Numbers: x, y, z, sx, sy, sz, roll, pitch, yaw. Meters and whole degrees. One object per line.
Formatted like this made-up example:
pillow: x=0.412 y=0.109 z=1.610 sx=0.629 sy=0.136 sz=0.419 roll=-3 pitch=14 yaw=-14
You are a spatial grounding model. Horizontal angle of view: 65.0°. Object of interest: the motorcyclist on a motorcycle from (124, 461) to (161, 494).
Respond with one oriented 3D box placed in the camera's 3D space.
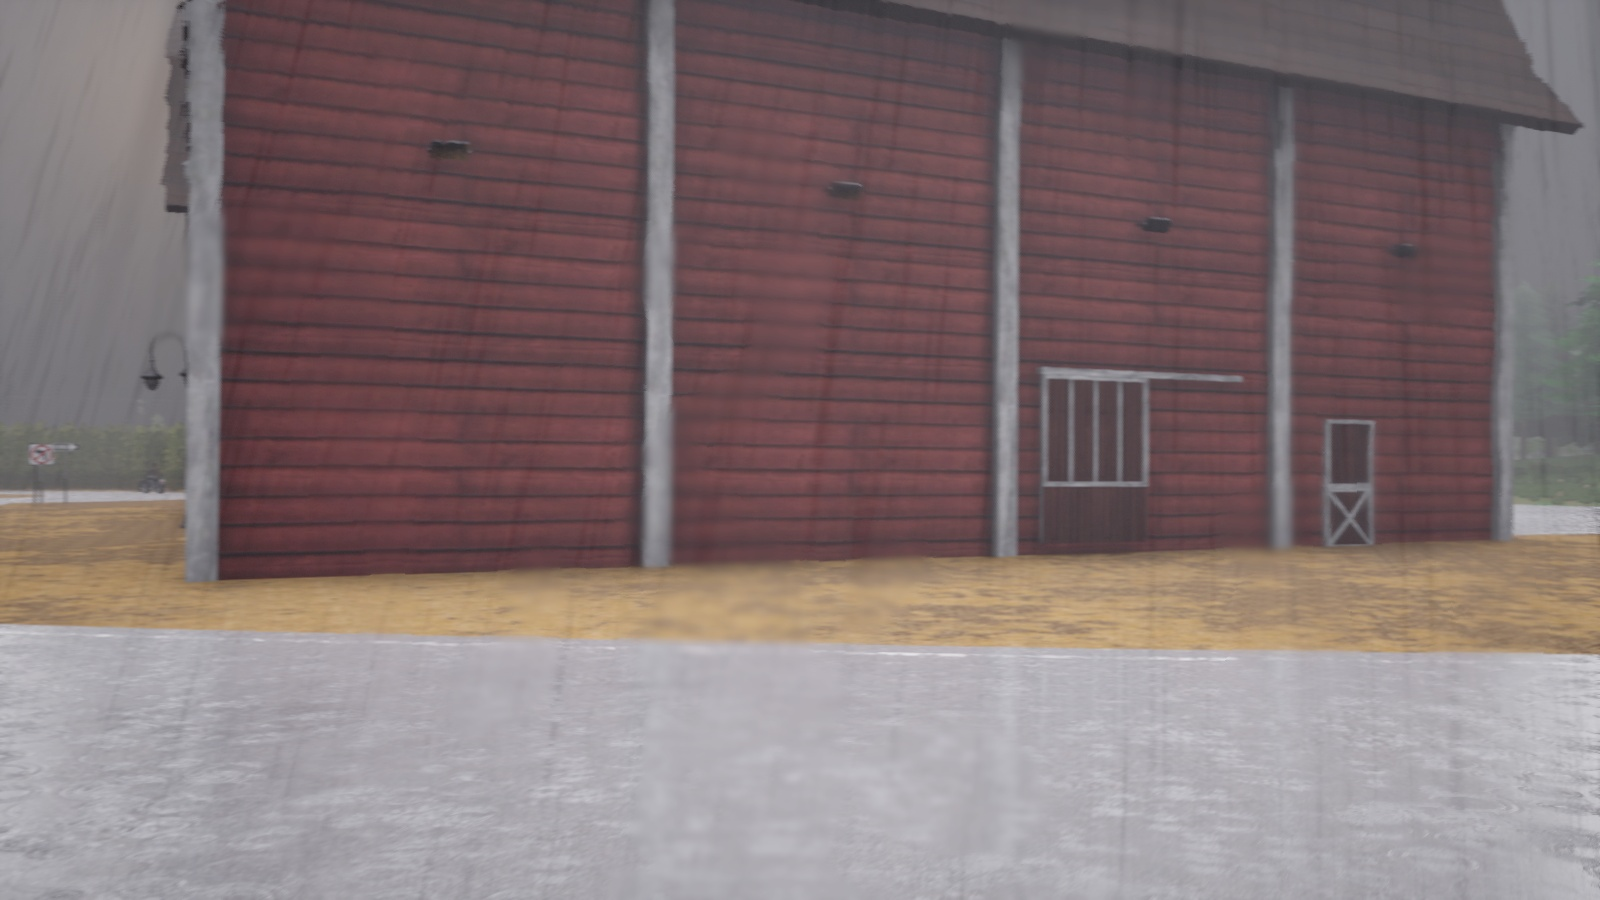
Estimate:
motorcyclist on a motorcycle: x=-34.048 y=1.399 z=65.008 sx=2.350 sy=1.649 sz=0.766 roll=0 pitch=0 yaw=38
